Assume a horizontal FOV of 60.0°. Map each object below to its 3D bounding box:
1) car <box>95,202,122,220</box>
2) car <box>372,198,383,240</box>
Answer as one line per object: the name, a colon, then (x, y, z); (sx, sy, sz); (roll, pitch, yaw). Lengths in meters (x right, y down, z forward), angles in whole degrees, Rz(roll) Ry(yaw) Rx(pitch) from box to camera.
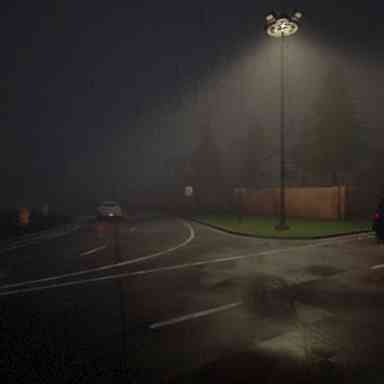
car: (-7.034, 1.525, 27.885); (1.812, 1.442, 4.674); (0, 0, -20)
car: (10.715, 1.218, 15.686); (5.566, 2.045, 2.150); (0, 0, -35)
